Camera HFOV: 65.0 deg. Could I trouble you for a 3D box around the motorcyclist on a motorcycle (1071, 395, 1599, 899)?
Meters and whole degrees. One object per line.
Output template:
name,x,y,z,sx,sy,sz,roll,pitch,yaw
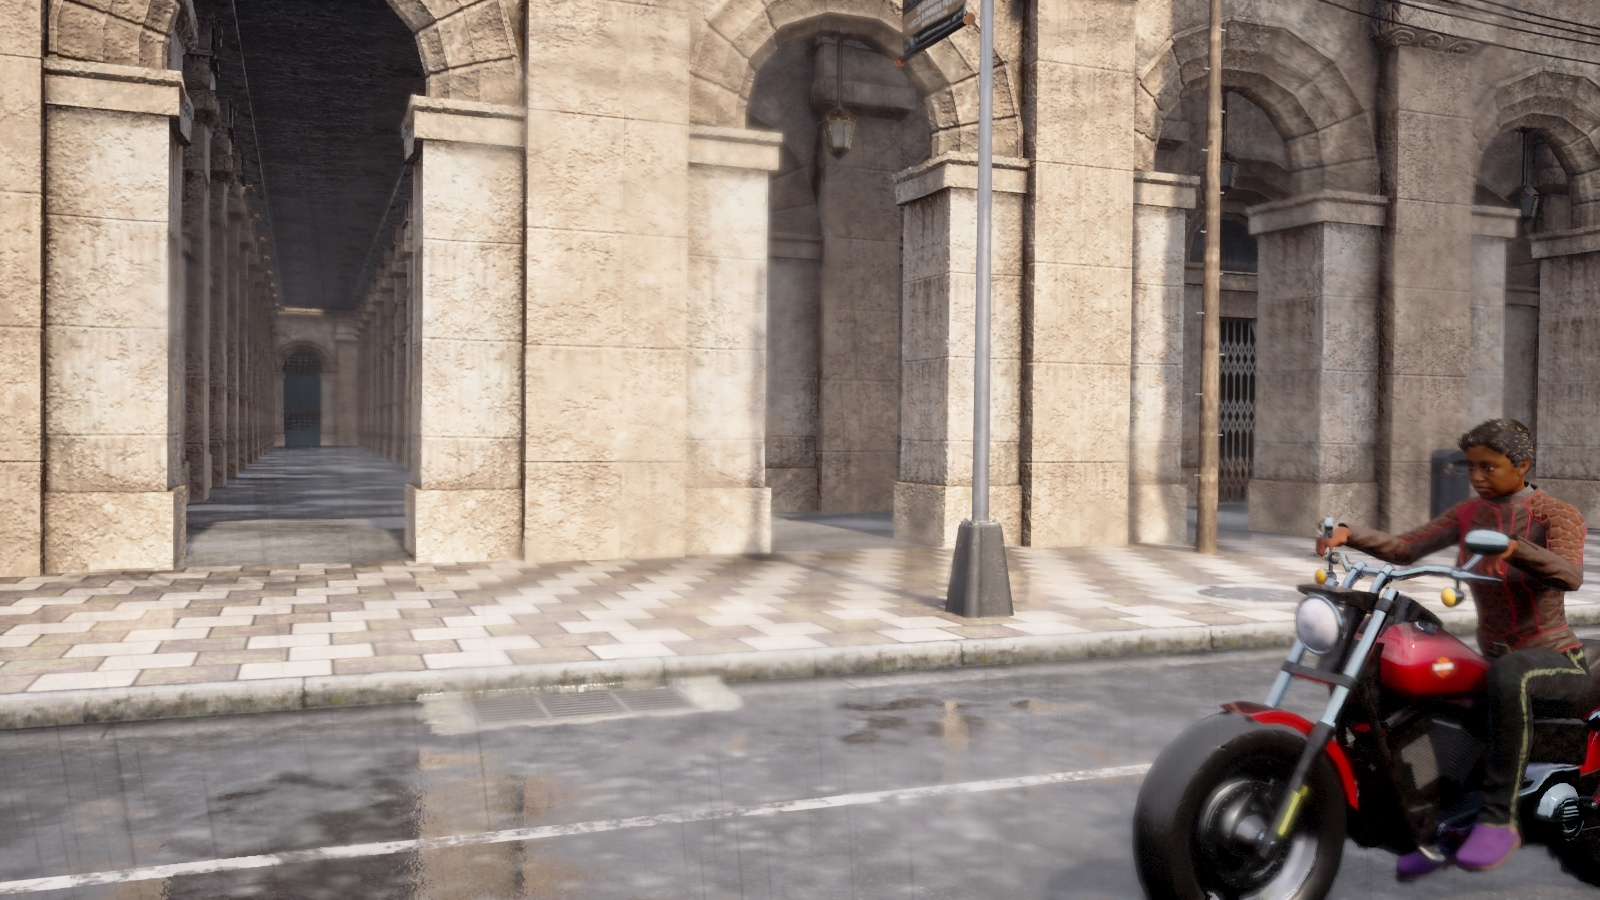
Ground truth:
motorcyclist on a motorcycle,2.107,0.660,4.062,2.350,1.649,0.766,-1,1,-21
